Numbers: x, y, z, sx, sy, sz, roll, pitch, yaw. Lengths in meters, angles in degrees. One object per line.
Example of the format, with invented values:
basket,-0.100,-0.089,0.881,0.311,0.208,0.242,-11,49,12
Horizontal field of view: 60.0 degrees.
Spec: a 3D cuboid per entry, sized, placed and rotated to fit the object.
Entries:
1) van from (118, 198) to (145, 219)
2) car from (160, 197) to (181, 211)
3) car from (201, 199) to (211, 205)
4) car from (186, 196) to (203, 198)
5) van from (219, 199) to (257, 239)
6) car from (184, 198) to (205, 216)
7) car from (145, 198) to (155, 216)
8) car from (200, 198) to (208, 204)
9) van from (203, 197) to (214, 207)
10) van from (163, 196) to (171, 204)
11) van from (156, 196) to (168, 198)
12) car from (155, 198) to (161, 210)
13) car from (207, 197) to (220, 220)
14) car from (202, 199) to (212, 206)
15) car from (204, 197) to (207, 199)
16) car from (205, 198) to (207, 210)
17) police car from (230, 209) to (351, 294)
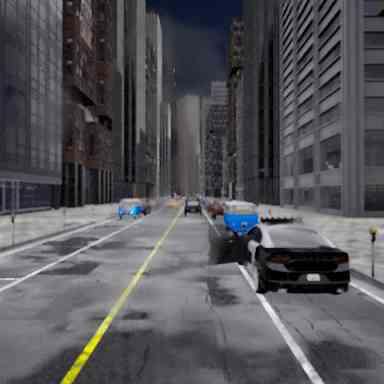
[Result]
van,-5.717,1.560,30.855,1.690,1.788,3.998,0,0,0
car,-2.935,1.815,46.617,1.882,1.535,5.008,0,-1,0
car,2.867,2.071,70.114,1.947,1.339,4.313,0,0,0
car,0.068,1.555,46.594,2.150,2.045,5.566,0,0,0
van,2.791,1.481,19.635,1.690,1.788,3.998,0,0,0
car,0.126,1.738,36.551,1.882,1.535,5.008,0,0,0
car,-5.709,1.575,36.465,2.192,1.841,5.009,0,0,0
car,2.883,2.116,81.503,1.752,1.417,4.829,0,0,0
van,2.850,1.764,58.897,1.690,1.788,3.998,0,0,0
van,-5.650,1.887,75.730,1.690,1.788,3.998,0,0,0
van,-5.675,1.764,58.902,1.690,1.788,3.998,0,0,0
car,-5.692,1.892,47.681,2.008,1.369,4.403,0,0,0
car,2.808,1.535,30.853,2.192,1.841,5.009,0,0,0
car,2.858,2.009,64.505,1.887,1.381,4.507,0,0,0
car,2.833,1.781,47.679,1.967,1.590,4.097,0,0,0
car,2.825,1.845,42.069,1.887,1.381,4.507,0,0,0
police car,2.379,1.490,9.088,1.930,1.638,5.238,0,0,0
